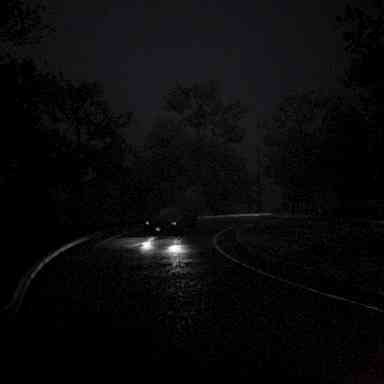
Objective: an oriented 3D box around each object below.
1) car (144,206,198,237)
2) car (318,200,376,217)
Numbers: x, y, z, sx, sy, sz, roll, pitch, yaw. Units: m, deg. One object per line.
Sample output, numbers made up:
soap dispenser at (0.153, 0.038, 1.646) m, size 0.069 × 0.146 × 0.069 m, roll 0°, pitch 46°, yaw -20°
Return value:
car at (-0.989, 1.523, 18.331) m, size 1.812 × 1.442 × 4.674 m, roll -1°, pitch 0°, yaw 17°
car at (14.114, 1.482, 30.345) m, size 4.902 × 1.511 × 2.128 m, roll 0°, pitch 0°, yaw 1°
